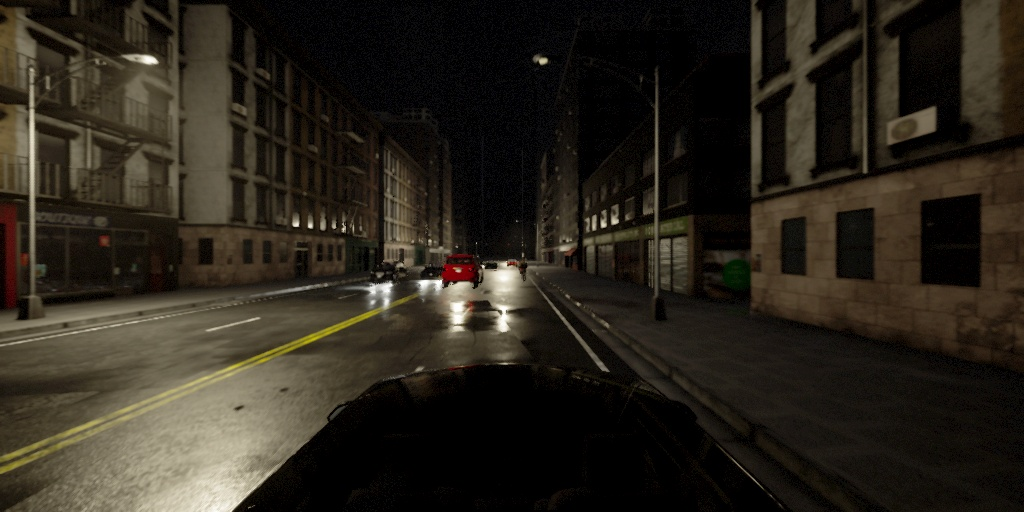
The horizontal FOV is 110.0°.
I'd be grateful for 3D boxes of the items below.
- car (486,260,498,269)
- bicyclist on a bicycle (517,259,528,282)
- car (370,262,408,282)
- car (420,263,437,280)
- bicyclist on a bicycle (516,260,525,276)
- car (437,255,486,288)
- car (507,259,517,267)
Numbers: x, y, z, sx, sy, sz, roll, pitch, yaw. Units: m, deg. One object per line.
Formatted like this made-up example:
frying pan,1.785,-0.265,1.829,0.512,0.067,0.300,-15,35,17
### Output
car,-3.161,1.331,54.972,1.895,1.301,4.718,0,0,0
bicyclist on a bicycle,0.889,1.110,26.755,0.659,1.776,1.843,0,0,0
car,-9.850,1.230,29.069,2.128,1.511,4.902,0,0,0
car,-6.599,1.302,31.149,1.994,1.385,4.181,0,0,0
bicyclist on a bicycle,0.888,1.174,36.094,0.866,1.612,1.509,0,0,0
car,-3.154,0.962,23.767,2.150,2.045,5.566,0,0,0
car,0.031,1.325,65.036,1.895,1.301,4.718,0,0,0
